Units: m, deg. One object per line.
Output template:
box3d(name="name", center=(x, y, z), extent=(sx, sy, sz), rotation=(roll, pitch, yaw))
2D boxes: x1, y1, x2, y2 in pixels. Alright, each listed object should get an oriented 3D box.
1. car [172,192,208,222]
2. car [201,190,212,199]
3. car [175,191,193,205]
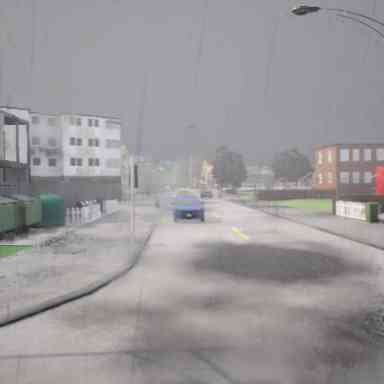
box3d(name="car", center=(-0.283, 1.034, 21.873), extent=(1.882, 1.535, 5.008), rotation=(-1, 1, -3))
box3d(name="car", center=(2.287, 0.341, 55.639), extent=(2.128, 1.511, 4.902), rotation=(-1, 1, -3))
box3d(name="car", center=(-1.086, 0.658, 41.697), extent=(2.128, 1.511, 4.902), rotation=(-1, 1, -3))
